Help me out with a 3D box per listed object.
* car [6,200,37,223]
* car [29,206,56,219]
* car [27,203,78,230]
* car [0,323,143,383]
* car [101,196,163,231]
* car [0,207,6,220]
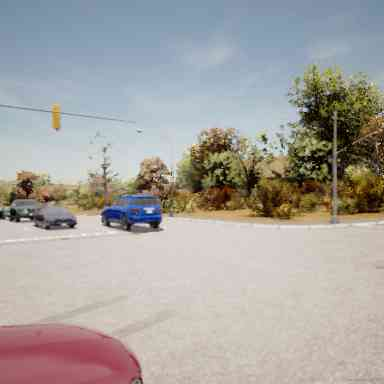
[{"bbox_3d":[-15.358,1.716,30.758,2.150,2.045,5.566,0,-3,-36],"label":"car"},{"bbox_3d":[-18.943,2.536,41.998,2.128,1.511,4.902,0,-3,-36],"label":"car"},{"bbox_3d":[-9.367,1.679,22.498,2.033,1.411,5.357,0,-1,-36],"label":"car"},{"bbox_3d":[-2.498,1.522,1.857,4.674,1.442,1.812,0,0,-36],"label":"car"},{"bbox_3d":[-3.905,1.257,21.076,2.150,2.045,5.566,0,-1,-34],"label":"car"},{"bbox_3d":[-21.317,2.489,38.997,2.128,1.511,4.902,0,-3,-36],"label":"car"}]
